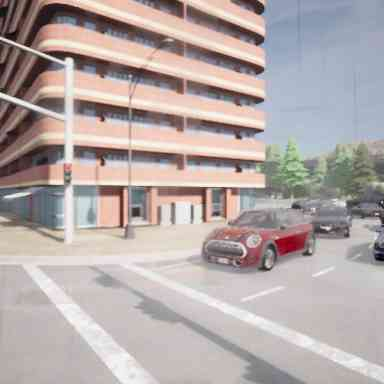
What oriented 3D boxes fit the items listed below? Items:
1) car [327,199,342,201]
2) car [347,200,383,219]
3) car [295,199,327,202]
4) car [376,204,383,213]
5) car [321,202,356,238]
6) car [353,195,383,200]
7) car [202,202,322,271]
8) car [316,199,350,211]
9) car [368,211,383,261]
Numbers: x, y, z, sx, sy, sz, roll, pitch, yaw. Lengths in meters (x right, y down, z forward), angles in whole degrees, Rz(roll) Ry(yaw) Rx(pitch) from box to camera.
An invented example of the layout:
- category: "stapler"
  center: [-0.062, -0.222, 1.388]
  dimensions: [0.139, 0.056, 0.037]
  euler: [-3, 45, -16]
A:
- category: "car"
  center: [15.848, 1.635, 39.409]
  dimensions: [1.812, 1.442, 4.674]
  euler: [0, 0, -5]
- category: "car"
  center: [15.625, 1.642, 29.471]
  dimensions: [1.994, 1.385, 4.181]
  euler: [0, 0, 9]
- category: "car"
  center: [12.537, 1.589, 36.749]
  dimensions: [2.128, 1.511, 4.902]
  euler: [0, 0, -1]
- category: "car"
  center: [12.636, 1.648, 20.077]
  dimensions: [1.895, 1.301, 4.718]
  euler: [0, 0, 23]
- category: "car"
  center: [7.696, 1.542, 18.117]
  dimensions: [1.837, 1.490, 4.892]
  euler: [0, 0, 28]
- category: "car"
  center: [22.433, 1.347, 42.890]
  dimensions: [2.150, 2.045, 5.566]
  euler: [0, 0, -12]
- category: "car"
  center: [2.365, 1.363, 11.109]
  dimensions: [2.097, 1.767, 4.553]
  euler: [0, 0, 42]
- category: "car"
  center: [18.485, 1.650, 43.745]
  dimensions: [1.812, 1.442, 4.674]
  euler: [0, 0, -11]
- category: "car"
  center: [7.806, 1.565, 11.791]
  dimensions: [2.033, 1.411, 5.357]
  euler: [0, 0, 37]
